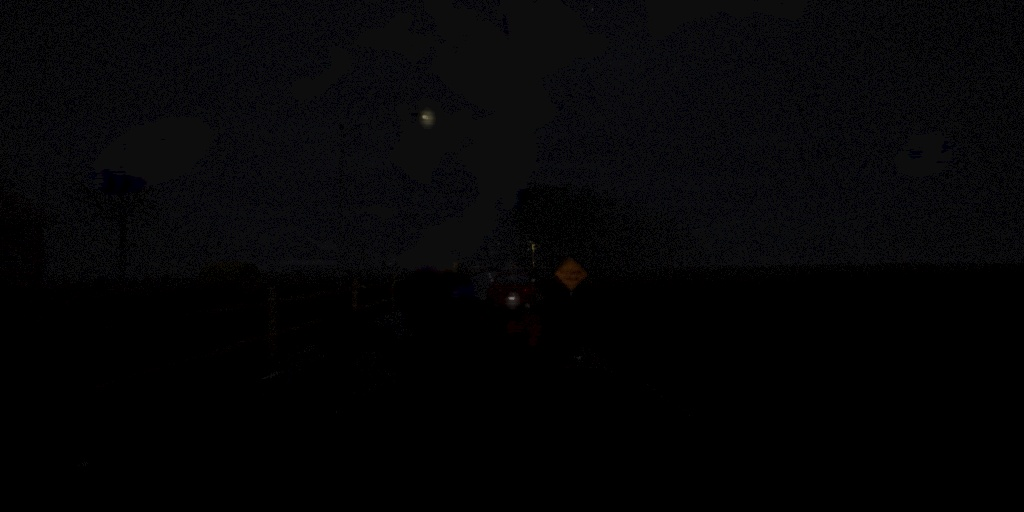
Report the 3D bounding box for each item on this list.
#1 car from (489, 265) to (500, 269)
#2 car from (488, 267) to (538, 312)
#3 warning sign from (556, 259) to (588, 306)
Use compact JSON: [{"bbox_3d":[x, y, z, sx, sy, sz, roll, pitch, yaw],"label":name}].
[{"bbox_3d":[-2.792,2.097,59.622,1.895,1.301,4.718,0,-1,1],"label":"car"},{"bbox_3d":[0.053,1.406,15.377,1.882,1.535,5.008,0,0,1],"label":"car"},{"bbox_3d":[2.451,1.036,14.714,1.300,1.860,1.060,0,0,0],"label":"warning sign"}]
